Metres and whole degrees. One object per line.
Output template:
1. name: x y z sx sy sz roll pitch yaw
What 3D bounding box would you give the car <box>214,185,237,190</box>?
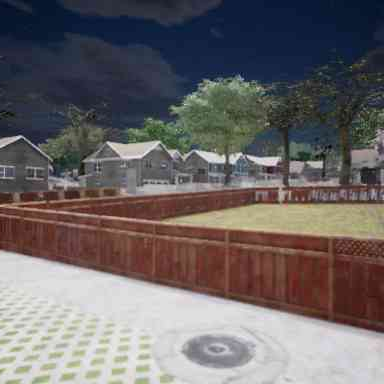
1. car: 4.354 -0.148 43.486 2.128 1.511 4.902 1 3 36
